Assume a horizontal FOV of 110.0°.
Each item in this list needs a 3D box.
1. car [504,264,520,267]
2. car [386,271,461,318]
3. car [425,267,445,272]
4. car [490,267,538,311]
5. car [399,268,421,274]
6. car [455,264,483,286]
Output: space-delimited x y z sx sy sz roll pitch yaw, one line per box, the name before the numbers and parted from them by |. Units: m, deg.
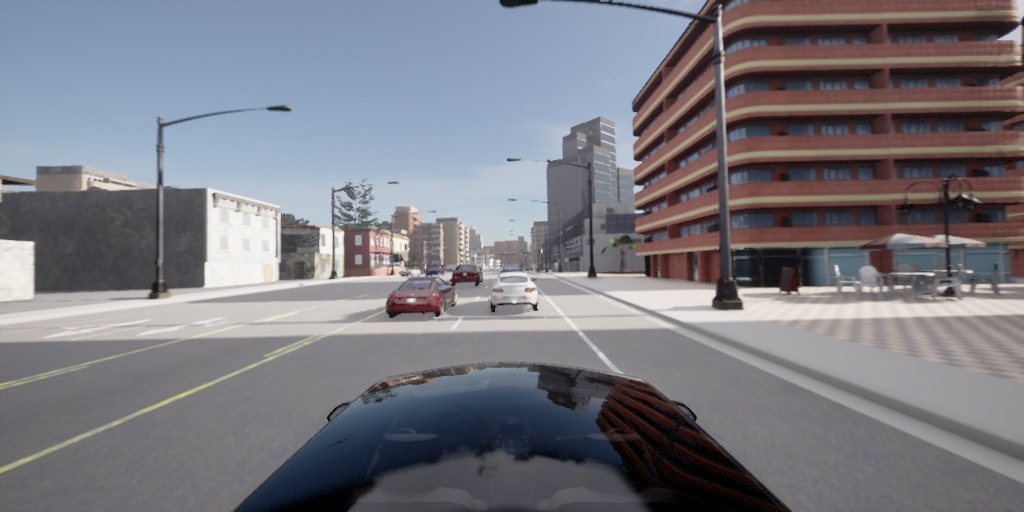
car | -0.006 1.456 30.686 1.882 1.535 5.008 -1 0 0
car | -3.421 1.493 14.178 1.994 1.385 4.181 -1 -1 0
car | -10.760 2.209 50.253 1.895 1.301 4.718 -1 -2 0
car | 0.077 1.389 15.121 1.812 1.442 4.674 -1 0 0
car | -14.257 2.283 50.222 1.895 1.301 4.718 -1 -2 0
car | -3.507 1.390 28.819 2.097 1.767 4.553 -1 -1 0
